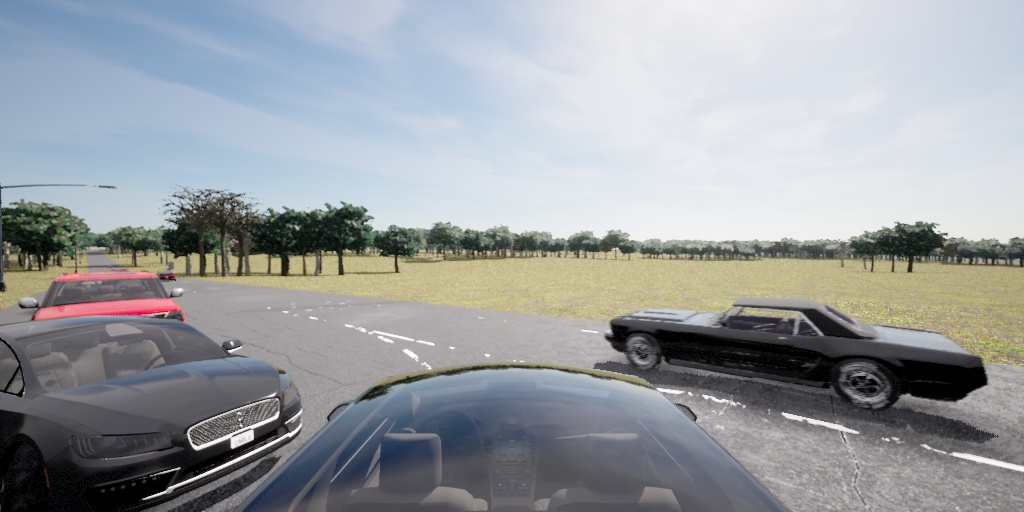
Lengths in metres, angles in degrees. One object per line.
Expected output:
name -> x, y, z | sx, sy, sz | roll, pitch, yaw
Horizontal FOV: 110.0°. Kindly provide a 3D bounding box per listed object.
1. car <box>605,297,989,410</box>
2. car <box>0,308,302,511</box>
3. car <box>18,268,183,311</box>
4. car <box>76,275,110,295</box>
car -> 4.099, 1.377, 6.196 | 4.718, 1.301, 1.895 | -1, -1, 40
car -> -4.610, 1.452, 3.953 | 4.892, 1.490, 1.837 | -3, -3, 20
car -> -9.582, 1.400, 8.533 | 5.566, 2.045, 2.150 | -2, 0, 40
car -> -36.061, 2.459, 30.895 | 4.674, 1.442, 1.812 | -1, 0, 41
